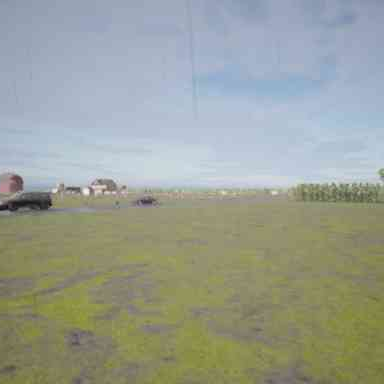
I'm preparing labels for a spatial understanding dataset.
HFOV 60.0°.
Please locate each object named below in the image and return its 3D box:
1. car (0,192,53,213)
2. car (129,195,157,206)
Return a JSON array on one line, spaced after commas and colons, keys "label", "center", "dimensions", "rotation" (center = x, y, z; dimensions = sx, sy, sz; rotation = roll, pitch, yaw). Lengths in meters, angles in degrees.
[{"label": "car", "center": [-17.456, 0.982, 34.834], "dimensions": [2.150, 2.045, 5.566], "rotation": [1, 1, 34]}, {"label": "car", "center": [-7.320, 1.249, 49.945], "dimensions": [1.837, 1.490, 4.892], "rotation": [1, 1, 34]}]
